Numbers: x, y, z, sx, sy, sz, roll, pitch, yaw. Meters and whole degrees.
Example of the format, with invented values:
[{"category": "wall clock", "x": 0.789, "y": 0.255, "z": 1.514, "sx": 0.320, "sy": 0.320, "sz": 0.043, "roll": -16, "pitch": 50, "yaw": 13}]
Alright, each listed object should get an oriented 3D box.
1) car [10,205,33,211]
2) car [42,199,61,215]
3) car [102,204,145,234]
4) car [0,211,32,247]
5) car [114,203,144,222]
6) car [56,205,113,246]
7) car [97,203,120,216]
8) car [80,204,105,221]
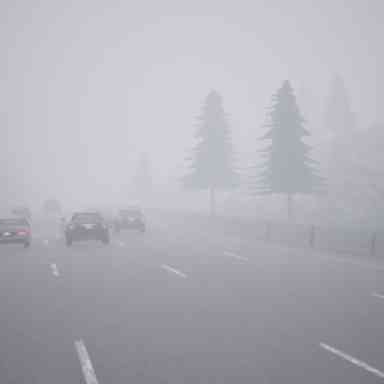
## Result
[{"category": "car", "x": -18.053, "y": 2.129, "z": 35.146, "sx": 1.837, "sy": 1.490, "sz": 4.892, "roll": 1, "pitch": 0, "yaw": -26}, {"category": "car", "x": -19.194, "y": 1.972, "z": 45.563, "sx": 2.150, "sy": 2.045, "sz": 5.566, "roll": 1, "pitch": -1, "yaw": -26}, {"category": "car", "x": -4.993, "y": 1.964, "z": 24.205, "sx": 2.097, "sy": 1.767, "sz": 4.553, "roll": 1, "pitch": -1, "yaw": -26}, {"category": "car", "x": -9.212, "y": 1.932, "z": 16.856, "sx": 2.033, "sy": 1.411, "sz": 5.357, "roll": 1, "pitch": -2, "yaw": -26}, {"category": "car", "x": -6.921, "y": 2.175, "z": 36.245, "sx": 2.097, "sy": 1.767, "sz": 4.553, "roll": 1, "pitch": -1, "yaw": -26}, {"category": "car", "x": -6.038, "y": 1.813, "z": 18.340, "sx": 2.097, "sy": 1.767, "sz": 4.553, "roll": 1, "pitch": -2, "yaw": -26}, {"category": "car", "x": -11.574, "y": 2.385, "z": 45.864, "sx": 2.128, "sy": 1.511, "sz": 4.902, "roll": 1, "pitch": -1, "yaw": -26}, {"category": "car", "x": -11.205, "y": 2.245, "z": 37.060, "sx": 1.882, "sy": 1.535, "sz": 5.008, "roll": 1, "pitch": -1, "yaw": -26}]
